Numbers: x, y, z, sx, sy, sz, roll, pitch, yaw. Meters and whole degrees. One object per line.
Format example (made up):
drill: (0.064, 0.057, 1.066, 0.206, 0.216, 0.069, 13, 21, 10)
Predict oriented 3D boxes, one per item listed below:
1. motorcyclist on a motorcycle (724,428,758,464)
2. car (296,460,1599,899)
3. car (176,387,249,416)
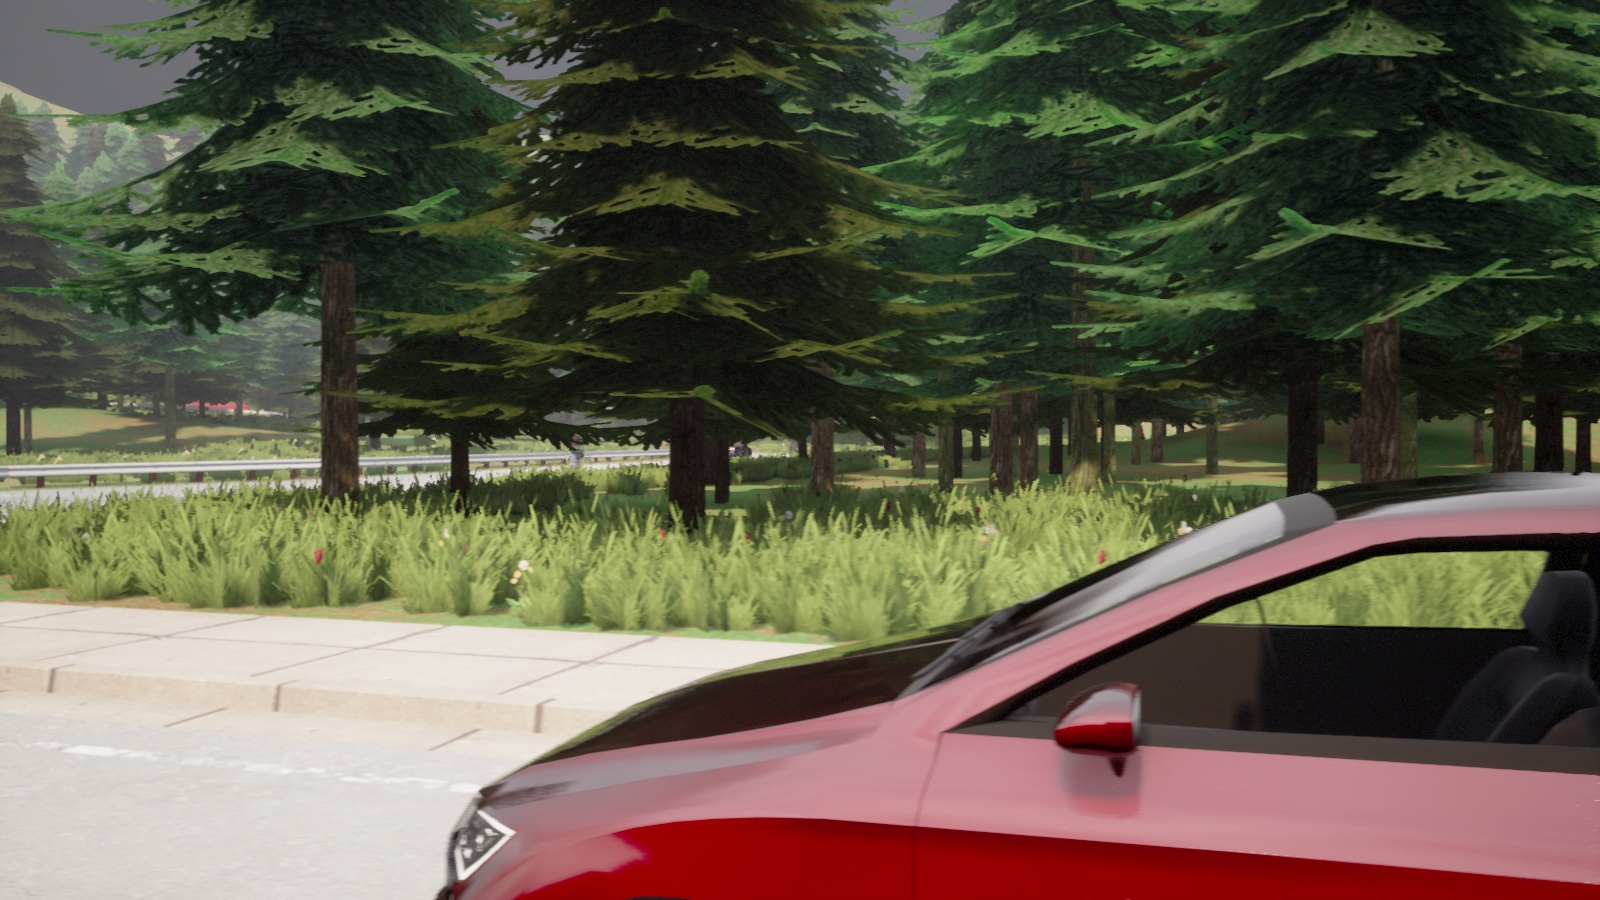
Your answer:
motorcyclist on a motorcycle: (-2.805, -0.204, 60.155, 0.766, 1.649, 2.350, 0, 1, 20)
car: (1.242, 0.801, 2.775, 4.193, 1.474, 1.816, 0, 1, 19)
car: (-41.177, -3.379, 88.132, 4.514, 1.525, 2.007, 5, -1, -24)
